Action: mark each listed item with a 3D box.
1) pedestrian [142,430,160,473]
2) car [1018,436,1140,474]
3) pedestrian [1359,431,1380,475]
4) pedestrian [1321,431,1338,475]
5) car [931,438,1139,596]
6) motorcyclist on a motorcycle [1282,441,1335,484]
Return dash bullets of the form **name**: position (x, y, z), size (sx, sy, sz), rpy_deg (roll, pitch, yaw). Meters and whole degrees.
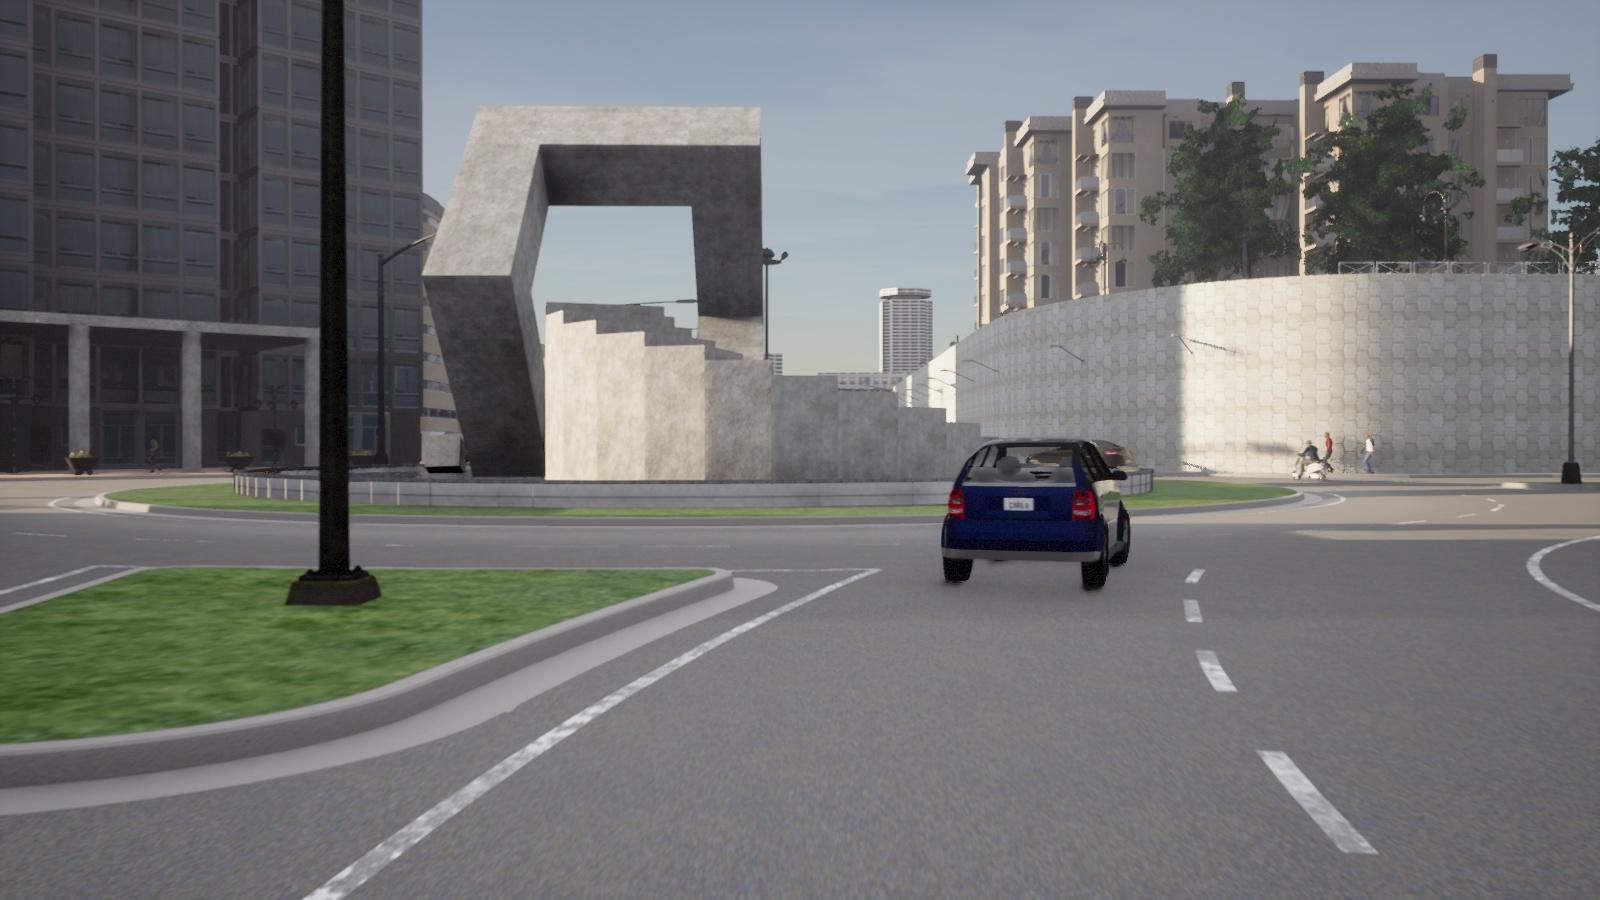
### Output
- **pedestrian**: position (-29.681, 0.068, 57.429), size (0.692, 1.930, 0.396), rpy_deg (0, 0, -35)
- **car**: position (12.607, 0.214, 56.972), size (5.027, 1.651, 2.152), rpy_deg (0, 0, 45)
- **pedestrian**: position (24.133, 0.122, 53.202), size (0.706, 1.836, 0.354), rpy_deg (0, 0, 4)
- **pedestrian**: position (22.552, 0.119, 53.508), size (0.636, 1.846, 0.331), rpy_deg (0, 0, 26)
- **car**: position (2.807, 0.646, 14.362), size (1.789, 1.549, 3.705), rpy_deg (0, 0, 19)
- **motorcyclist on a motorcycle**: position (19.237, 0.449, 47.521), size (0.866, 1.590, 1.817), rpy_deg (-1, 1, -19)
